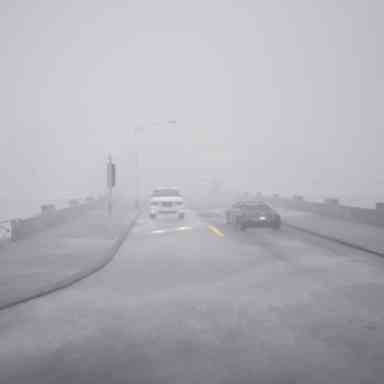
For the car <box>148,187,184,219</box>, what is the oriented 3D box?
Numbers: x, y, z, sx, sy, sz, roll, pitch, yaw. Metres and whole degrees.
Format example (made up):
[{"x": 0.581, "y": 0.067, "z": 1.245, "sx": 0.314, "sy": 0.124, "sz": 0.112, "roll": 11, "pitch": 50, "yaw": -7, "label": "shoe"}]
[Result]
[{"x": -1.797, "y": 0.668, "z": 23.062, "sx": 2.150, "sy": 2.045, "sz": 5.566, "roll": -1, "pitch": 1, "yaw": -6, "label": "car"}]

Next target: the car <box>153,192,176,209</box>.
[{"x": -2.760, "y": 0.754, "z": 33.273, "sx": 2.033, "sy": 1.411, "sz": 5.357, "roll": -1, "pitch": 1, "yaw": -5, "label": "car"}]

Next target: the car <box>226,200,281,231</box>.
[{"x": 3.010, "y": 1.118, "z": 17.144, "sx": 1.994, "sy": 1.385, "sz": 4.181, "roll": -1, "pitch": 1, "yaw": -6, "label": "car"}]

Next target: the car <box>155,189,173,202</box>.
[{"x": -3.700, "y": 0.458, "z": 43.469, "sx": 2.128, "sy": 1.511, "sz": 4.902, "roll": -1, "pitch": 1, "yaw": -6, "label": "car"}]
